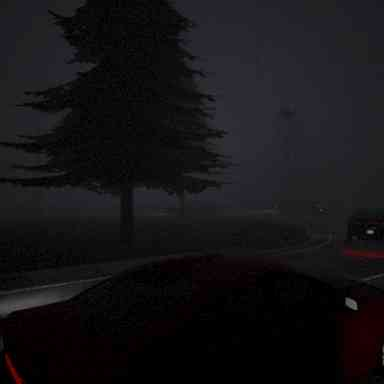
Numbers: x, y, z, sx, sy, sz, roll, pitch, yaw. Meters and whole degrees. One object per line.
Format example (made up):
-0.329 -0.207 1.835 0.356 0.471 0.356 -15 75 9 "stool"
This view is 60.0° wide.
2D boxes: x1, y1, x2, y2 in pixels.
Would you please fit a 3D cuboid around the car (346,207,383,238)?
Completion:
8.375 1.461 15.579 1.882 1.535 5.008 1 1 29 "car"

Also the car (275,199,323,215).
10.788 1.466 33.858 1.837 1.490 4.892 2 -1 -43 "car"

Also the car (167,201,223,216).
0.310 1.505 32.187 5.357 1.411 2.033 0 0 9 "car"

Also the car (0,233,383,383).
0.585 1.473 3.858 5.008 1.535 1.882 1 0 -34 "car"
